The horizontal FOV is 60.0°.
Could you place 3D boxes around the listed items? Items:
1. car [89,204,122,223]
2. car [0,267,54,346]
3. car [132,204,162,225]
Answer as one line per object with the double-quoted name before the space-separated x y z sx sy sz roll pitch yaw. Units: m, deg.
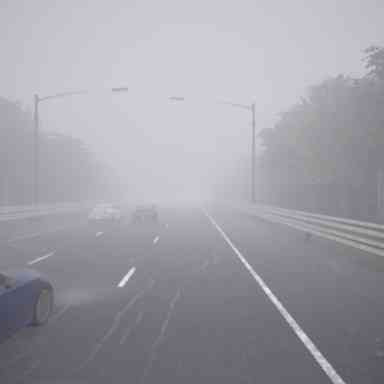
"car" -6.900 1.687 26.758 1.812 1.442 4.674 0 0 0
"car" -3.412 1.551 4.101 1.812 1.442 4.674 0 0 0
"car" -3.402 1.646 25.685 2.128 1.511 4.902 0 0 0
